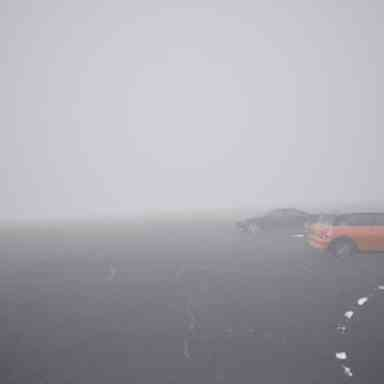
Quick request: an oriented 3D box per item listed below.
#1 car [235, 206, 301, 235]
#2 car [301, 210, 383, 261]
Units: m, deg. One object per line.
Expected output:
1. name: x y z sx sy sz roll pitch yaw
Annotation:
1. car: 5.070 1.652 19.725 5.008 1.535 1.882 -2 0 0
2. car: 6.917 1.473 12.724 4.553 1.767 2.097 -2 0 0
